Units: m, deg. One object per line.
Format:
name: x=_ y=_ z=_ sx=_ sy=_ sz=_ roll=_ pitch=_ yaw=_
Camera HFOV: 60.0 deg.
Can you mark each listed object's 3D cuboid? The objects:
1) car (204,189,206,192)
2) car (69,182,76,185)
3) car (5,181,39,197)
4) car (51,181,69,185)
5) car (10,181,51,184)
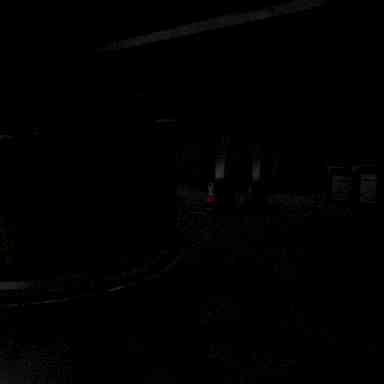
car: x=4.874 y=-0.315 z=65.613 sx=5.027 sy=1.636 sz=2.152 roll=2 pitch=2 yaw=35
car: x=-25.451 y=-1.286 z=68.080 sx=4.605 sy=1.855 sz=1.932 roll=2 pitch=2 yaw=35
car: x=-21.777 y=-0.468 z=42.440 sx=4.605 sy=1.855 sz=1.932 roll=2 pitch=2 yaw=35
car: x=-26.789 y=-1.261 z=65.468 sx=3.866 sy=1.878 sz=1.905 roll=2 pitch=2 yaw=35
car: x=-17.244 y=-0.181 z=35.223 sx=3.866 sy=1.878 sz=1.905 roll=2 pitch=2 yaw=35
